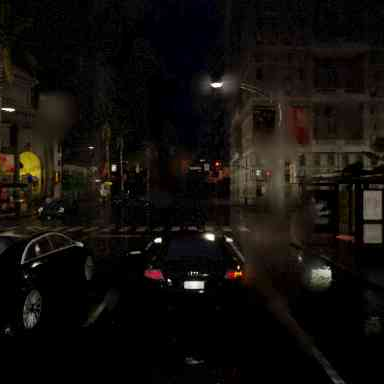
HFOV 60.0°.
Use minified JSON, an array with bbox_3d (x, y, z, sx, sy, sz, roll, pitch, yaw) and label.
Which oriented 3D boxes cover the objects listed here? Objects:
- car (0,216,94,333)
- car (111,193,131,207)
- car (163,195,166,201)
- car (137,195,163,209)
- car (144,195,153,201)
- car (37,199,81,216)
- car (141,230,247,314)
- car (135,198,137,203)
[{"bbox_3d":[-3.461,1.492,6.772,2.128,1.511,4.902,0,0,0],"label":"car"},{"bbox_3d":[-10.730,1.220,50.541,2.150,2.045,5.566,0,0,0],"label":"car"},{"bbox_3d":[-7.187,1.525,70.066,2.128,1.511,4.902,0,0,0],"label":"car"},{"bbox_3d":[-5.846,1.477,45.450,1.882,1.535,5.008,-1,0,-19],"label":"car"},{"bbox_3d":[-10.702,1.524,82.134,1.812,1.442,4.674,0,0,0],"label":"car"},{"bbox_3d":[-10.673,1.352,27.026,2.097,1.767,4.553,0,0,0],"label":"car"},{"bbox_3d":[0.043,1.564,7.710,1.994,1.385,4.181,0,0,0],"label":"car"},{"bbox_3d":[-10.688,1.540,70.328,2.033,1.411,5.357,0,0,0],"label":"car"}]
